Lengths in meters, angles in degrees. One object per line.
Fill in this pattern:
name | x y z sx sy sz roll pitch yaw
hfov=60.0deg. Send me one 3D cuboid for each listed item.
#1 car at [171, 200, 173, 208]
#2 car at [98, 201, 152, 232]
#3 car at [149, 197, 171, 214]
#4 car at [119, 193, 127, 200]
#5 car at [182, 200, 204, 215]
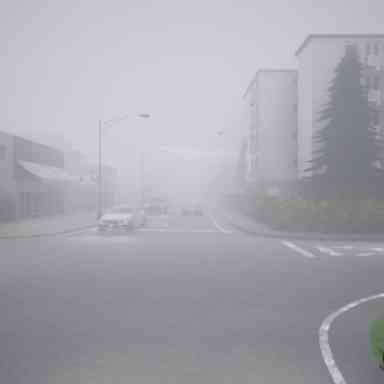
car | -3.641 1.510 45.897 1.812 1.442 4.674 0 0 0
car | -4.148 1.535 20.671 1.812 1.442 4.674 1 1 8
car | -3.641 1.340 34.661 2.097 1.767 4.553 0 0 0
car | -19.043 1.459 91.677 2.007 1.523 4.514 0 0 0
car | 0.057 1.514 33.208 1.812 1.442 4.674 0 0 0
